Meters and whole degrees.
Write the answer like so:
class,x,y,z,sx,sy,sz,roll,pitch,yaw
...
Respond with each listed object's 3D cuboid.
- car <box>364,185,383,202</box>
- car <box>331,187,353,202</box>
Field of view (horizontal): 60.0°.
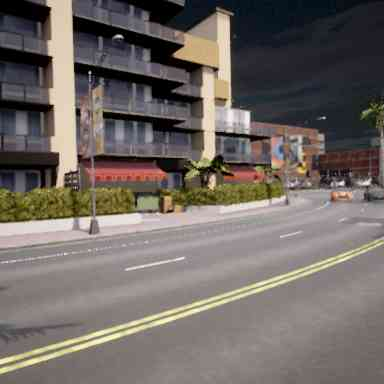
class,x,y,z,sx,sy,sz,roll,pitch,yaw
car,20.664,0.307,37.537,1.837,1.490,4.892,-1,1,19
car,17.307,0.220,38.535,2.097,1.767,4.553,-1,1,19
